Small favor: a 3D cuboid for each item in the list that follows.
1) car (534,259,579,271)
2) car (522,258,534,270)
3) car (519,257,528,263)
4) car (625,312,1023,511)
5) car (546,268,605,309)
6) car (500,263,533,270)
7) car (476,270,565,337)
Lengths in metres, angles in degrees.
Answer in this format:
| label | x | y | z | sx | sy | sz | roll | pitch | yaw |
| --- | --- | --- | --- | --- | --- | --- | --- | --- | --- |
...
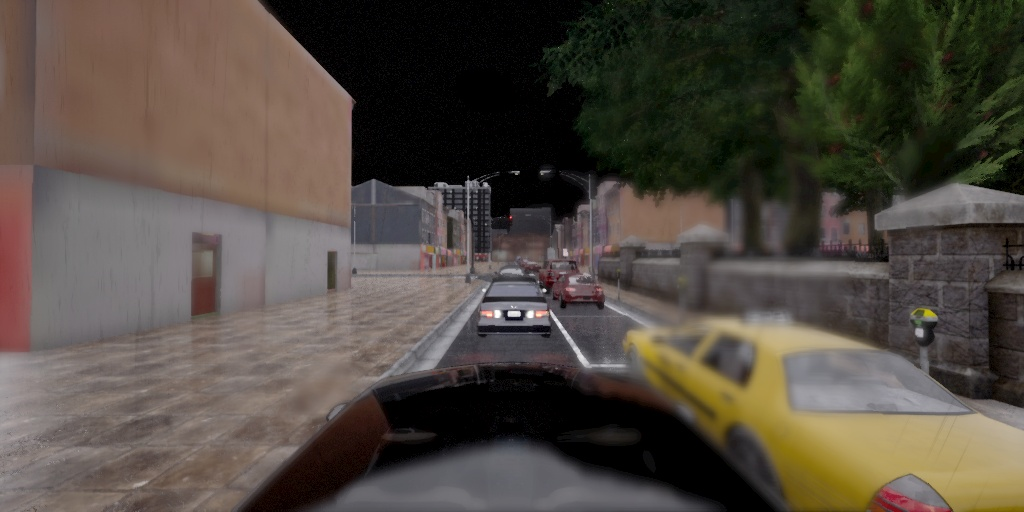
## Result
| label | x | y | z | sx | sy | sz | roll | pitch | yaw |
| --- | --- | --- | --- | --- | --- | --- | --- | --- | --- |
| car | 2.630 | 1.074 | 20.183 | 2.192 | 1.841 | 5.009 | 0 | 0 | 0 |
| car | 2.614 | 1.349 | 46.612 | 1.888 | 1.381 | 4.507 | 0 | 0 | 0 |
| car | 2.604 | 1.394 | 62.923 | 1.888 | 1.381 | 4.507 | 0 | 0 | 0 |
| car | 2.639 | 1.275 | 4.005 | 1.751 | 1.417 | 4.829 | 0 | 0 | 0 |
| car | 2.633 | 1.336 | 14.734 | 1.802 | 1.307 | 4.207 | 0 | 0 | 0 |
| car | 0.015 | 1.285 | 19.963 | 1.812 | 1.442 | 4.674 | 0 | 0 | 1 |
| car | 0.063 | 1.299 | 10.252 | 2.033 | 1.411 | 5.357 | 0 | 0 | 0 |
